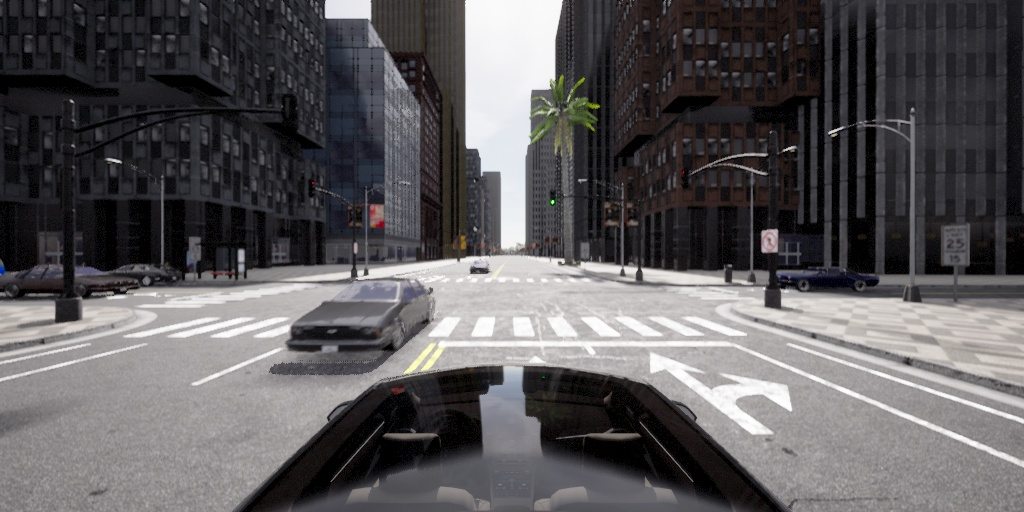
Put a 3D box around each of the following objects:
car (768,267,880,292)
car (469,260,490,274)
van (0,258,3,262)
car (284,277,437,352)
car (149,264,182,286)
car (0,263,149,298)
[{"bbox_3d":[17.149,1.251,19.957,4.718,1.301,1.895,0,0,3],"label":"car"},{"bbox_3d":[-3.229,1.081,37.045,2.033,1.411,5.357,0,1,0],"label":"car"},{"bbox_3d":[-34.910,0.938,22.705,3.998,1.789,1.690,0,0,0],"label":"van"},{"bbox_3d":[-3.243,1.252,9.050,2.033,1.411,5.357,0,0,0],"label":"car"},{"bbox_3d":[-23.555,1.155,22.699,4.403,1.370,2.007,0,0,0],"label":"car"},{"bbox_3d":[-20.894,1.176,16.831,5.357,1.411,2.033,0,0,0],"label":"car"}]
